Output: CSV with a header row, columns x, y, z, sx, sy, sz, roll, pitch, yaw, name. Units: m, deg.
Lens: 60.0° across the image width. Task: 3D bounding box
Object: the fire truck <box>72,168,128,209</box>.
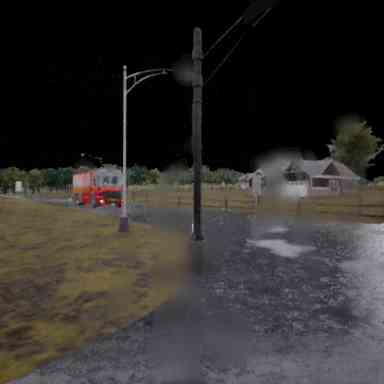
x,y,z,sx,sy,sz,roll,pitch,yaw,name
-9.510,-0.397,33.542,2.891,3.827,8.468,0,1,-35,fire truck
